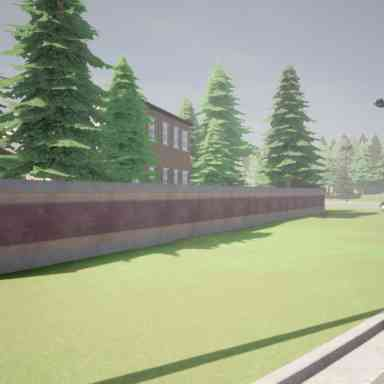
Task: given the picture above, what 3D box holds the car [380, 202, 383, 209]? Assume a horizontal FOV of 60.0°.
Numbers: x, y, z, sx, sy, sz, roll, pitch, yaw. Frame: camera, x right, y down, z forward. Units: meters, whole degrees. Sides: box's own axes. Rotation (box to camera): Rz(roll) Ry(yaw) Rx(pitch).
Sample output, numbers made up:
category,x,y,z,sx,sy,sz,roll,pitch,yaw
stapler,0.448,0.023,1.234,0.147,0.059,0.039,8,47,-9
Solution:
category,x,y,z,sx,sy,sz,roll,pitch,yaw
car,25.199,1.505,40.693,1.837,1.490,4.892,0,0,-6
